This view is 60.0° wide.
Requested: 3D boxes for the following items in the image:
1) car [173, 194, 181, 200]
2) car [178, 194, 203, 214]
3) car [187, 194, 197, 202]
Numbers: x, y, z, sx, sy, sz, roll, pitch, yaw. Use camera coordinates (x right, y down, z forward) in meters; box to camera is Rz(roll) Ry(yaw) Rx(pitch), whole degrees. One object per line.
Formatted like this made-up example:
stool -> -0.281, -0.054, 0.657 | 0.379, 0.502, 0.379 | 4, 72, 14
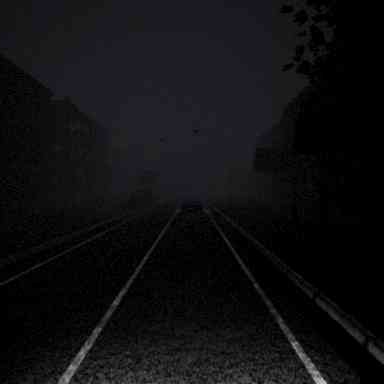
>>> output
car -> -2.998, 0.999, 72.015 | 1.895, 1.301, 4.718 | 0, 0, 0
car -> 0.018, 1.215, 30.446 | 1.882, 1.535, 5.008 | 0, 1, 1
car -> 0.005, 1.077, 60.090 | 1.812, 1.442, 4.674 | 0, -1, 0
